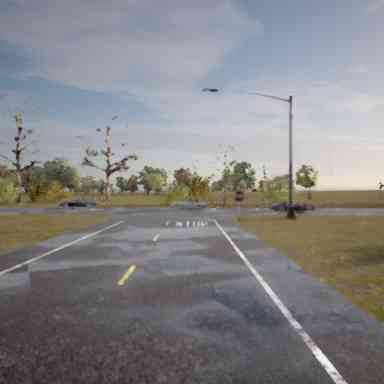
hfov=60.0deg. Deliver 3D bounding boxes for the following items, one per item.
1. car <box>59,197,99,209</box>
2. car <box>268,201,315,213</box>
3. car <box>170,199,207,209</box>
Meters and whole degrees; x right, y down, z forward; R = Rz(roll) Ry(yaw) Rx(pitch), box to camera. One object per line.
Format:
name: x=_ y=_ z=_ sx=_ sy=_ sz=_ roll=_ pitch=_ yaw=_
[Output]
car: x=-14.361 y=1.400 z=42.509 sx=4.902 sy=1.511 sz=2.128 roll=0 pitch=0 yaw=-2
car: x=10.843 y=1.625 z=36.146 sx=4.718 sy=1.301 sz=1.895 roll=0 pitch=0 yaw=-2
car: x=-0.449 y=1.564 z=42.865 sx=4.718 sy=1.301 sz=1.895 roll=0 pitch=0 yaw=-1
